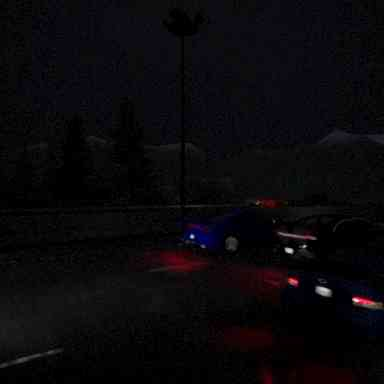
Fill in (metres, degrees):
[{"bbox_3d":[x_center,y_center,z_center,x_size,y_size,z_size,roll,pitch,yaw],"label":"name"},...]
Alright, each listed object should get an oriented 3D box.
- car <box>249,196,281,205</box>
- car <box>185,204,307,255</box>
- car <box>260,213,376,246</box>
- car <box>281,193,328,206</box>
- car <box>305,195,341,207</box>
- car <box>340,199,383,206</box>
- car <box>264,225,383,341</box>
[{"bbox_3d":[9.176,1.281,40.831,4.553,1.767,2.097,0,0,-24],"label":"car"},{"bbox_3d":[2.119,1.453,13.286,5.008,1.535,1.882,0,0,-32],"label":"car"},{"bbox_3d":[4.886,1.474,10.856,4.902,1.511,2.128,0,0,-31],"label":"car"},{"bbox_3d":[13.642,1.157,38.991,5.566,2.045,2.150,0,0,-23],"label":"car"},{"bbox_3d":[15.097,1.434,35.797,4.902,1.511,2.128,0,0,-23],"label":"car"},{"bbox_3d":[17.518,1.551,33.042,4.718,1.301,1.895,0,0,-22],"label":"car"},{"bbox_3d":[4.090,1.538,6.326,5.357,1.411,2.033,0,0,-32],"label":"car"}]
